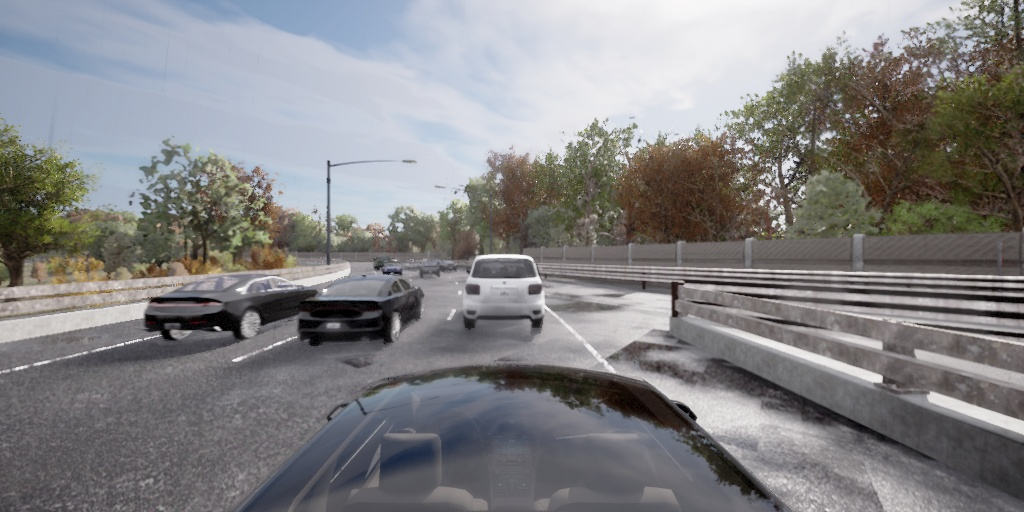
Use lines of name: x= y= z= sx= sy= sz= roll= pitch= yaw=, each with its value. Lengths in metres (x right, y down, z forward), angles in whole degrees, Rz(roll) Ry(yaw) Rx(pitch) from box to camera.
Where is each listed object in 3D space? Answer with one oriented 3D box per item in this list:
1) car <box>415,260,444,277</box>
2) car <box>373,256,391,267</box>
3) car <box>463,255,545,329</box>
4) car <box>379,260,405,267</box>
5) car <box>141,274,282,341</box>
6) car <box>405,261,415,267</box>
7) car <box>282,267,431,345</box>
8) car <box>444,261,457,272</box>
car: x=-8.275 y=1.264 z=35.666 sx=2.128 sy=1.511 sz=4.902 roll=0 pitch=0 yaw=-16
car: x=-19.303 y=1.005 z=53.479 sx=2.150 sy=2.045 sz=5.566 roll=0 pitch=0 yaw=-28
car: x=-0.295 y=0.980 z=11.391 sx=2.150 sy=2.045 sz=5.566 roll=0 pitch=0 yaw=-2
car: x=-12.223 y=1.374 z=36.655 sx=1.895 sy=1.301 sz=4.718 roll=0 pitch=0 yaw=-18
car: x=-7.197 y=1.247 z=9.902 sx=2.128 sy=1.511 sz=4.902 roll=0 pitch=0 yaw=-3
car: x=-14.942 y=1.384 z=52.633 sx=1.895 sy=1.301 sz=4.718 roll=0 pitch=0 yaw=-26
car: x=-3.668 y=1.233 z=9.611 sx=1.882 sy=1.535 sz=5.008 roll=0 pitch=0 yaw=-3
car: x=-8.442 y=1.306 z=46.504 sx=1.812 sy=1.442 sz=4.674 roll=0 pitch=0 yaw=-22
